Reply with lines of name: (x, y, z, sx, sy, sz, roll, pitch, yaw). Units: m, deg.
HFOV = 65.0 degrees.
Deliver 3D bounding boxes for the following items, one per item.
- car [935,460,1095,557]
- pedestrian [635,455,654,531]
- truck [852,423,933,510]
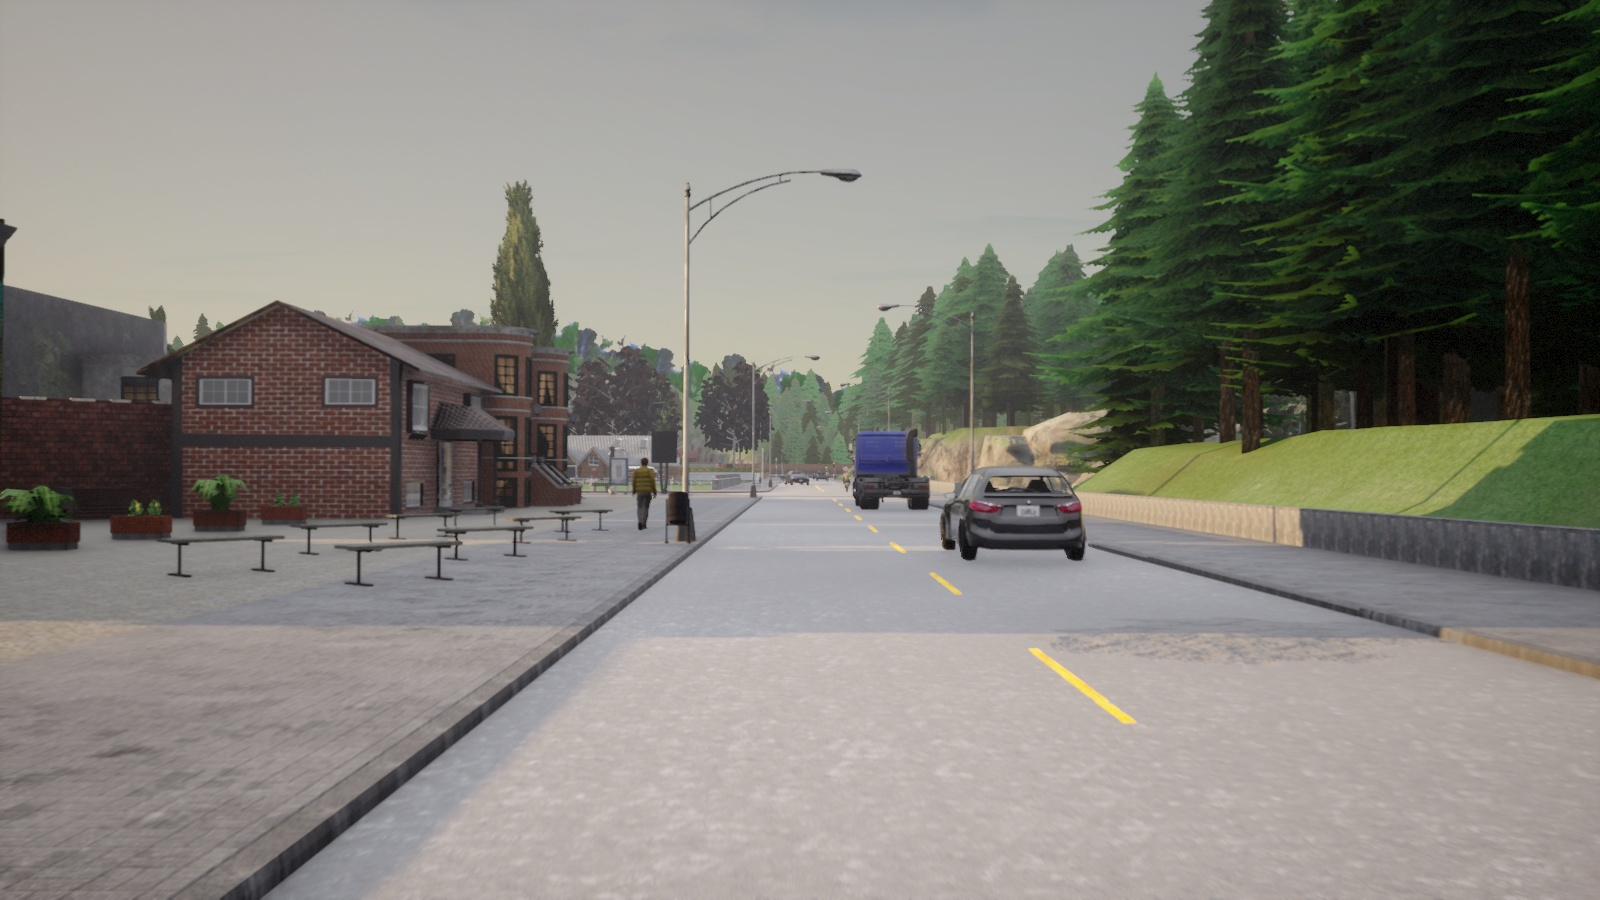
car: (3.945, 1.044, 23.942, 2.242, 1.667, 4.611, 0, -1, 0)
pedestrian: (-3.816, 1.055, 30.802, 0.370, 1.835, 0.726, 0, -1, 1)
truck: (3.870, 0.725, 54.221, 2.891, 3.462, 7.936, 0, -1, 0)
